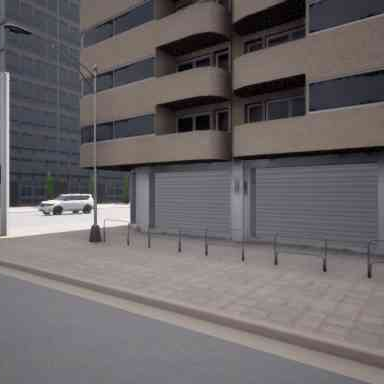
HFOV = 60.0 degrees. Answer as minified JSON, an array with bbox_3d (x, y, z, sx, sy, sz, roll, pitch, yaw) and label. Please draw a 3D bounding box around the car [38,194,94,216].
[{"bbox_3d":[-12.432,1.222,33.383,2.150,2.045,5.566,0,0,36],"label":"car"}]
